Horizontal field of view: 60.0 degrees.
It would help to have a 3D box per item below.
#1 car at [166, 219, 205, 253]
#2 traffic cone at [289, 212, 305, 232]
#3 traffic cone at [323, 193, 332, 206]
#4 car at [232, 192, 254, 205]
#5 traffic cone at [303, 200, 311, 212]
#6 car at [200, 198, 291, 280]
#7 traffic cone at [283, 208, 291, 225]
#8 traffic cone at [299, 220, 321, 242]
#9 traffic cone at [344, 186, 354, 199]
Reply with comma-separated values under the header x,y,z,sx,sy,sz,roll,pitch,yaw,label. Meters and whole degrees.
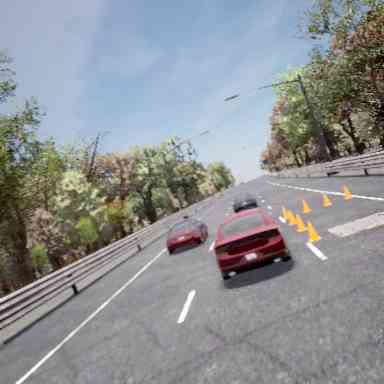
x,y,z,sx,sy,sz,roll,pitch,yaw,label
-0.287,2.323,19.228,1.994,1.385,4.181,-20,-1,8,car
3.944,1.114,12.174,0.340,0.580,0.340,-20,-1,8,traffic cone
6.373,0.327,15.846,0.340,0.580,0.340,-20,-1,8,traffic cone
4.428,0.833,28.439,1.994,1.385,4.181,-20,-1,9,car
5.441,0.658,15.989,0.340,0.580,0.340,-20,-1,8,traffic cone
1.738,1.353,10.535,1.882,1.535,5.008,-20,-1,8,car
4.227,1.052,14.153,0.340,0.580,0.340,-20,-1,8,traffic cone
3.663,1.175,10.195,0.340,0.580,0.340,-20,-1,8,traffic cone
7.306,-0.005,15.703,0.340,0.580,0.340,-20,-1,8,traffic cone
